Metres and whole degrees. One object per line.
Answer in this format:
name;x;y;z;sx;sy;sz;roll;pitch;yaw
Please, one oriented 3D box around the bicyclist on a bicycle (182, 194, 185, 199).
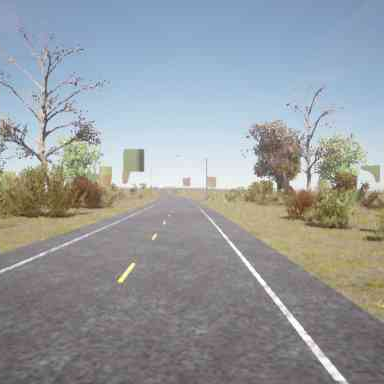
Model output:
bicyclist on a bicycle;-2.324;1.374;95.346;0.659;1.776;1.843;2;1;-4
